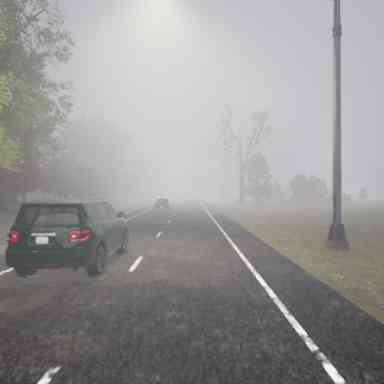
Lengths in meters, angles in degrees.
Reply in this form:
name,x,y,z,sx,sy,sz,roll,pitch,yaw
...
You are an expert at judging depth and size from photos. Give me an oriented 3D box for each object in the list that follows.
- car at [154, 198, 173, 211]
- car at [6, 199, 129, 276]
name,x,y,z,sx,sy,sz,roll,pitch,yaw
car,-3.492,1.479,40.387,1.837,1.490,4.892,0,0,0
car,-3.497,1.220,10.434,2.150,2.045,5.566,0,0,0
